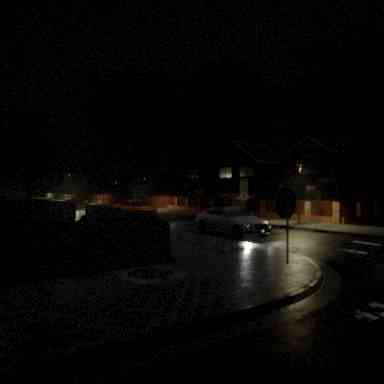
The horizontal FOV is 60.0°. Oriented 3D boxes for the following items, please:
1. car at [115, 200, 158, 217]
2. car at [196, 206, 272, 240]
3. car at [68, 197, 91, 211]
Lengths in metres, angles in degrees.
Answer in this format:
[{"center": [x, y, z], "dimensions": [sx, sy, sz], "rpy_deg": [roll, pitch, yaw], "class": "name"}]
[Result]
[{"center": [-4.455, 1.369, 26.185], "dimensions": [1.882, 1.535, 5.008], "rpy_deg": [0, 0, -35], "class": "car"}, {"center": [1.945, 1.469, 16.949], "dimensions": [1.812, 1.442, 4.674], "rpy_deg": [0, 0, -33], "class": "car"}, {"center": [-13.263, 1.346, 38.776], "dimensions": [1.812, 1.442, 4.674], "rpy_deg": [0, 0, -35], "class": "car"}]
